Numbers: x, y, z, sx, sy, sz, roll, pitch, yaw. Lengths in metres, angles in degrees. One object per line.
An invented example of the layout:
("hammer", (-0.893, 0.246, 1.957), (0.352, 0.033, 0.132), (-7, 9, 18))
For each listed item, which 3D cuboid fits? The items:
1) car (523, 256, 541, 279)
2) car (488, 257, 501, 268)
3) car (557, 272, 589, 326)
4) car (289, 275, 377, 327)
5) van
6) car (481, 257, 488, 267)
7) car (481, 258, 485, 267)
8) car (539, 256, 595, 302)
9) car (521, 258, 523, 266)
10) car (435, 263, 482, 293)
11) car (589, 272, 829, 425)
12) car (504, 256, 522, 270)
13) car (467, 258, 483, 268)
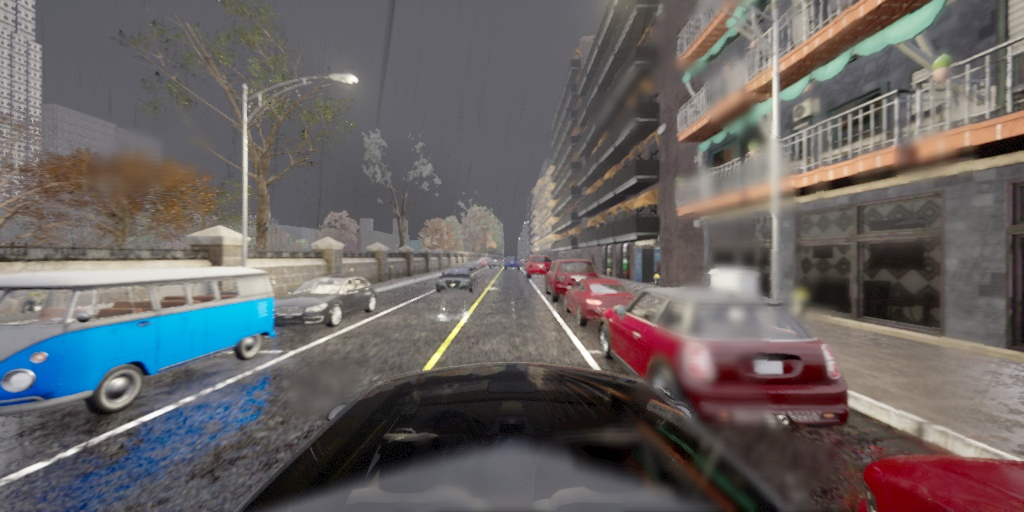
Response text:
("car", (2.403, 0.992, 32.689), (2.150, 2.045, 5.566), (0, 0, 0))
("car", (-3.011, 1.350, 62.536), (1.994, 1.385, 4.181), (0, 0, 1))
("car", (2.694, 1.333, 11.319), (1.802, 1.307, 4.207), (0, 0, 0))
("car", (-5.687, 1.302, 11.321), (2.007, 1.370, 4.403), (0, 0, 0))
("van", (-5.688, 1.091, 5.691), (1.690, 1.789, 3.998), (0, 0, 0))
("car", (-5.671, 1.332, 61.993), (1.888, 1.381, 4.507), (0, 0, 0))
("car", (-5.673, 1.363, 56.365), (1.802, 1.307, 4.207), (0, 0, 0))
("car", (2.695, 1.068, 16.948), (2.192, 1.841, 5.009), (0, 0, 0))
("car", (2.706, 1.322, 50.731), (1.888, 1.381, 4.507), (0, 0, 0))
("car", (-3.092, 1.320, 20.775), (1.994, 1.385, 4.181), (0, 0, 0))
("car", (2.692, 1.190, 5.688), (1.967, 1.591, 4.097), (0, 0, 0))
("car", (0.018, 1.000, 52.247), (2.150, 2.045, 5.566), (0, 0, 0))
("car", (-5.675, 1.343, 50.734), (1.948, 1.339, 4.313), (0, 0, 0))
